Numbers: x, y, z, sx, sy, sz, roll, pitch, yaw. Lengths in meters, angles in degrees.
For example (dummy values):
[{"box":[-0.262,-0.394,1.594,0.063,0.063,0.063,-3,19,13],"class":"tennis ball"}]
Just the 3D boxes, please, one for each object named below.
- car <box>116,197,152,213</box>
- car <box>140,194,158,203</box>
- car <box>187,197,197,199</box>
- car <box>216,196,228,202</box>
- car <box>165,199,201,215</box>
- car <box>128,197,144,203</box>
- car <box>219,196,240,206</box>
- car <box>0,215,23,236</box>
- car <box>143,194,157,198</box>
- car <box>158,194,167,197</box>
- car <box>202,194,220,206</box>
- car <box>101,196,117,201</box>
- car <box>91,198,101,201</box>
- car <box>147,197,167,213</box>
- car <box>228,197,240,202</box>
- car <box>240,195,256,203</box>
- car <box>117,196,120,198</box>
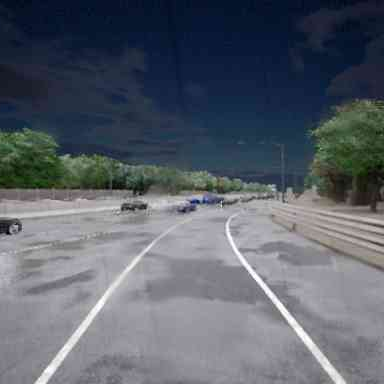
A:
[{"box":[-6.965,1.726,40.840,1.837,1.490,4.892,0,0,19],"class":"car"},{"box":[-10.717,1.551,83.352,2.150,2.045,5.566,0,0,19],"class":"car"},{"box":[0.126,1.682,61.239,1.882,1.535,5.008,0,0,19],"class":"car"},{"box":[7.373,1.691,82.089,1.837,1.490,4.892,0,0,19],"class":"car"},{"box":[-0.937,1.769,36.858,1.895,1.301,4.718,0,0,19],"class":"car"},{"box":[-14.120,1.948,84.212,1.895,1.301,4.718,0,0,19],"class":"car"},{"box":[6.740,1.752,58.945,1.895,1.301,4.718,0,0,19],"class":"car"},{"box":[-11.338,1.717,17.600,1.837,1.490,4.892,0,0,19],"class":"car"},{"box":[-9.226,1.793,66.328,2.128,1.511,4.902,0,0,19],"class":"car"},{"box":[-7.399,1.823,82.230,1.812,1.442,4.674,0,0,19],"class":"car"},{"box":[3.444,1.399,60.127,2.150,2.045,5.566,0,0,19],"class":"car"},{"box":[-15.895,1.693,68.453,2.097,1.767,4.553,0,0,19],"class":"car"},{"box":[-19.309,1.904,69.285,2.033,1.411,5.357,0,0,19],"class":"car"},{"box":[-3.365,1.719,40.536,1.812,1.442,4.674,0,0,19],"class":"car"},{"box":[10.026,1.759,79.061,1.895,1.301,4.718,0,0,19],"class":"car"},{"box":[12.668,1.664,76.003,2.128,1.511,4.902,0,0,19],"class":"car"},{"box":[-12.585,1.810,67.312,1.837,1.490,4.892,0,0,19],"class":"car"}]
